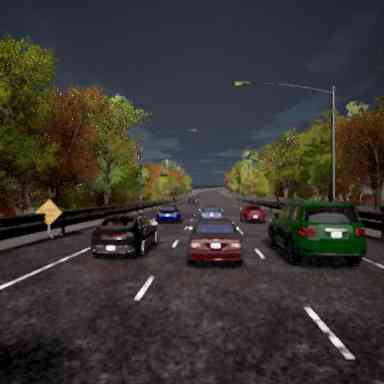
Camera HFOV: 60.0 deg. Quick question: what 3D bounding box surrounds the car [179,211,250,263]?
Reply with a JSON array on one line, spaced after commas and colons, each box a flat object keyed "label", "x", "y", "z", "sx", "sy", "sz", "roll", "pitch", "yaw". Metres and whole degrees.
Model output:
[{"label": "car", "x": 0.838, "y": 1.666, "z": 12.436, "sx": 2.033, "sy": 1.411, "sz": 5.357, "roll": 0, "pitch": -1, "yaw": 3}]

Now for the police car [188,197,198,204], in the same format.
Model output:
[{"label": "police car", "x": -0.005, "y": 2.240, "z": 86.227, "sx": 1.930, "sy": 1.638, "sz": 5.238, "roll": 0, "pitch": -1, "yaw": 3}]

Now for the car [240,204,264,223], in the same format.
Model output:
[{"label": "car", "x": 5.173, "y": 1.797, "z": 28.649, "sx": 1.812, "sy": 1.442, "sz": 4.674, "roll": 0, "pitch": 0, "yaw": 3}]

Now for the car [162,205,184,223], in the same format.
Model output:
[{"label": "car", "x": -1.846, "y": 1.835, "z": 28.483, "sx": 1.994, "sy": 1.385, "sz": 4.181, "roll": 0, "pitch": 0, "yaw": 3}]

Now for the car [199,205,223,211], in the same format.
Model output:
[{"label": "car", "x": 1.592, "y": 1.808, "z": 27.413, "sx": 2.033, "sy": 1.411, "sz": 5.357, "roll": 0, "pitch": -1, "yaw": 3}]

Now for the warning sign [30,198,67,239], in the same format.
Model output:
[{"label": "warning sign", "x": -7.010, "y": 1.272, "z": 16.333, "sx": 1.300, "sy": 1.860, "sz": 1.060, "roll": 2, "pitch": 1, "yaw": 3}]

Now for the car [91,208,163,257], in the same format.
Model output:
[{"label": "car", "x": -2.597, "y": 1.637, "z": 13.611, "sx": 1.837, "sy": 1.490, "sz": 4.892, "roll": 0, "pitch": 0, "yaw": 3}]

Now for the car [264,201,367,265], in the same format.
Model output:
[{"label": "car", "x": 4.338, "y": 1.343, "z": 12.333, "sx": 2.150, "sy": 2.045, "sz": 5.566, "roll": 0, "pitch": 0, "yaw": 3}]
